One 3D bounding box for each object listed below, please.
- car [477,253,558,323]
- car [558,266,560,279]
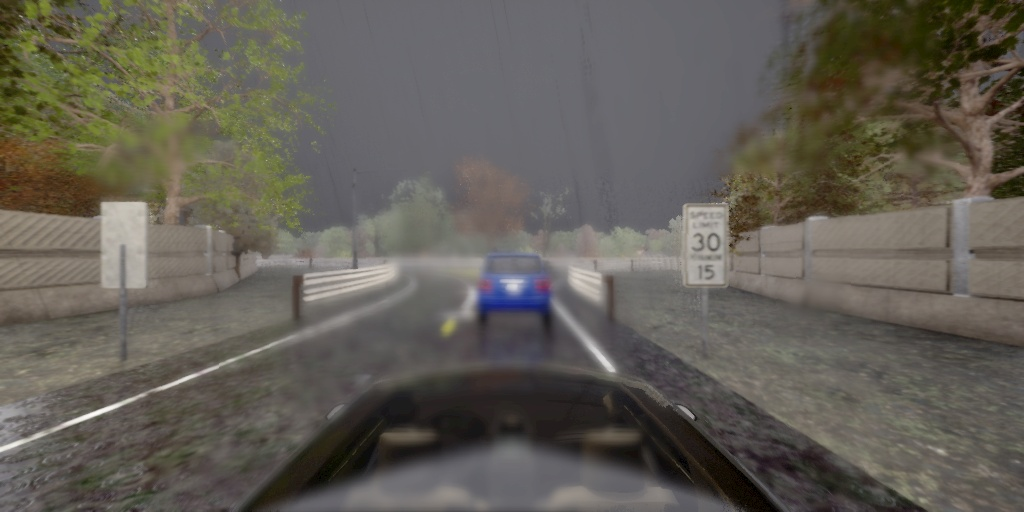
[{"bbox_3d":[0.135,0.933,12.080,2.150,2.045,5.566,0,0,2],"label":"car"},{"bbox_3d":[2.499,1.161,27.823,1.837,1.490,4.892,0,0,16],"label":"car"}]
